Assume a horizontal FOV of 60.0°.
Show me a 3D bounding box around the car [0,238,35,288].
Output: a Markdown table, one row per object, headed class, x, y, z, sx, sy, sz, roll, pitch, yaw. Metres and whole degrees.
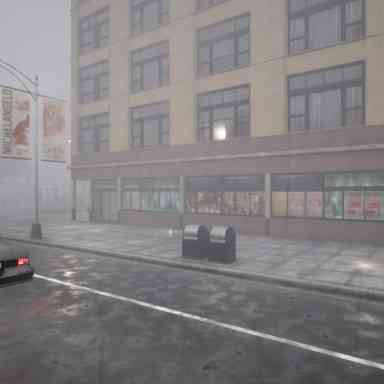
| class | x | y | z | sx | sy | sz | roll | pitch | yaw |
| --- | --- | --- | --- | --- | --- | --- | --- | --- | --- |
| car | -6.030 | 1.547 | 8.165 | 5.357 | 1.411 | 2.033 | 0 | 0 | 35 |
